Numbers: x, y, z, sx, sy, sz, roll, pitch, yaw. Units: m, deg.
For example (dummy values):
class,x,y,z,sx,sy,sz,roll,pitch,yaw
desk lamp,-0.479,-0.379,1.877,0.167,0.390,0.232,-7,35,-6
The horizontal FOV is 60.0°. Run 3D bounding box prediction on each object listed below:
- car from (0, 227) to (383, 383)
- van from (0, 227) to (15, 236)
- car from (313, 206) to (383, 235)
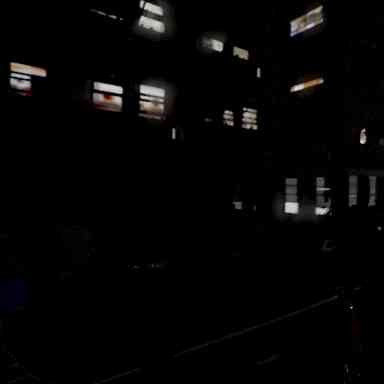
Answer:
class,x,y,z,sx,sy,sz,roll,pitch,yaw
car,-0.423,1.361,3.078,4.553,1.767,2.097,0,0,-36
van,-3.979,1.334,3.695,3.998,1.788,1.690,0,-1,-36
car,5.122,1.382,10.229,5.009,1.841,2.192,0,-1,-36
